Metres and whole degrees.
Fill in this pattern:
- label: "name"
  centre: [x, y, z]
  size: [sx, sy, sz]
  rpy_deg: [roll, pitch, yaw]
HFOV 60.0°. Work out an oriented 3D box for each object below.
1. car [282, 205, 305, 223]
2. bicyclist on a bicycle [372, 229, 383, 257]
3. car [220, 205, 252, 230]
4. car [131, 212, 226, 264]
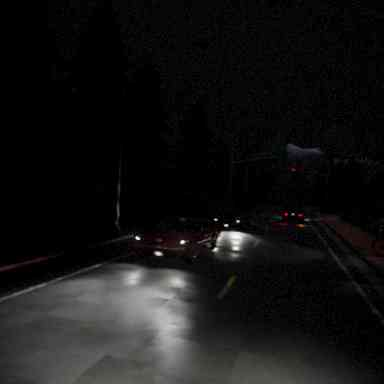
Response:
- label: "car"
  centre: [8.944, 1.907, 29.427]
  size: [2.033, 1.411, 5.357]
  rpy_deg: [3, 0, 17]
- label: "bicyclist on a bicycle"
  centre: [7.656, 1.667, 12.402]
  size: [1.656, 1.620, 0.582]
  rpy_deg: [3, 0, 17]
- label: "car"
  centre: [2.821, 1.607, 22.066]
  size: [2.033, 1.411, 5.357]
  rpy_deg: [3, 0, 17]
- label: "car"
  centre: [-0.327, 1.535, 11.927]
  size: [1.895, 1.301, 4.718]
  rpy_deg: [3, 0, 17]
